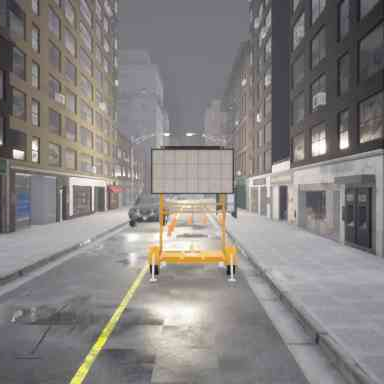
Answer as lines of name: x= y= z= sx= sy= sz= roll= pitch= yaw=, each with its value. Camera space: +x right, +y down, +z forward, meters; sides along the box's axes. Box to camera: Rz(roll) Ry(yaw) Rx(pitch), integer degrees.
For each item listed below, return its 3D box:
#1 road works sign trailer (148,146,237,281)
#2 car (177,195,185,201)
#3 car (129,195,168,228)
road works sign trailer: x=0.015 y=0.463 z=9.795 sx=2.380 sy=3.560 sz=2.880 roll=0 pitch=0 yaw=0
car: x=-2.630 y=1.461 z=82.742 sx=1.812 sy=1.442 sz=4.674 roll=0 pitch=0 yaw=0
car: x=-2.817 y=1.215 z=22.681 sx=2.150 sy=2.045 sz=5.566 roll=0 pitch=0 yaw=0
